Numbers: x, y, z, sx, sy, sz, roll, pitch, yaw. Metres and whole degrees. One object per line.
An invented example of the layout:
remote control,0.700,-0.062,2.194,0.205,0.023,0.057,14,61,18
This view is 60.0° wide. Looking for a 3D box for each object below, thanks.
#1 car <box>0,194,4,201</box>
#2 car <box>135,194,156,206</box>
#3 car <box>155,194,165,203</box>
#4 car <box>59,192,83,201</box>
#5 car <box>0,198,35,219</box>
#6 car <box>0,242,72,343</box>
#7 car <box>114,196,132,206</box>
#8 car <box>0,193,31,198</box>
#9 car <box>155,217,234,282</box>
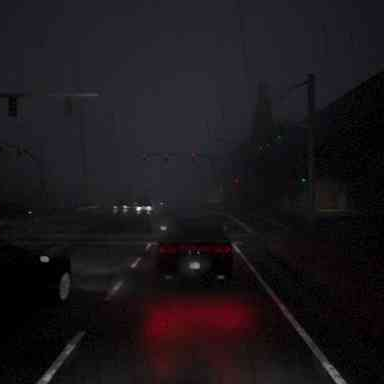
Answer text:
car,-42.397,1.169,70.574,3.905,1.438,1.784,0,0,0
car,-7.114,1.458,50.900,1.895,1.301,4.718,0,0,2
car,-6.648,1.169,66.400,2.097,1.767,4.553,0,0,2
car,-24.943,0.968,67.687,3.866,1.878,1.905,0,0,0
car,-15.601,1.429,27.461,4.892,1.490,1.837,0,-2,8
car,-3.442,1.463,4.996,1.882,1.535,5.008,0,0,0
car,-10.603,1.361,51.309,1.837,1.490,4.892,0,0,2
car,-24.973,1.028,45.170,4.605,1.855,1.932,0,0,0
car,0.064,1.450,9.730,1.882,1.535,5.008,0,0,0
